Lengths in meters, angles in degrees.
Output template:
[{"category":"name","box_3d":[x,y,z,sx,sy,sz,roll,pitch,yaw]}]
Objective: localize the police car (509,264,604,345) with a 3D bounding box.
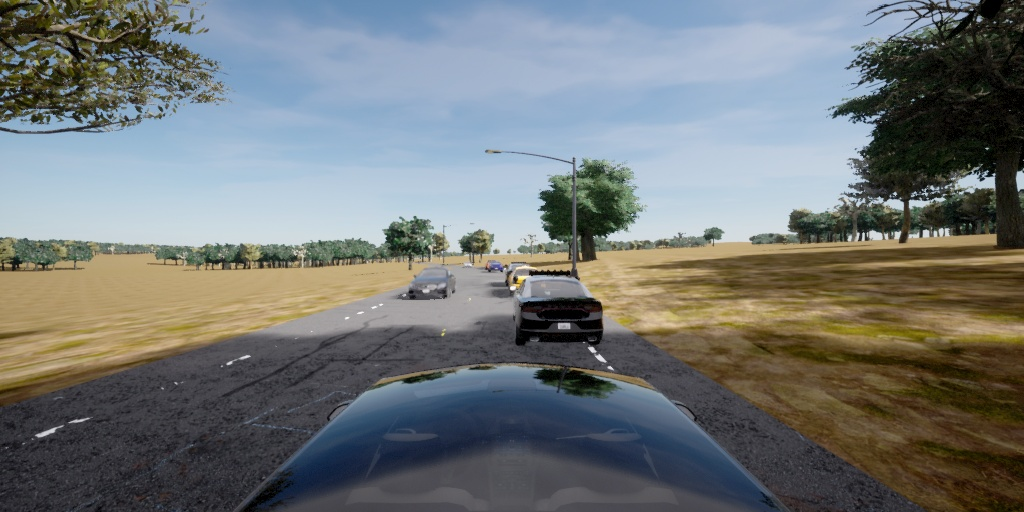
[{"category":"police car","box_3d":[0.992,1.189,9.680,1.930,1.638,5.238,0,0,-1]}]

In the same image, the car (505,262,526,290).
[{"category":"car","box_3d":[0.723,1.241,19.814,1.801,1.575,5.366,0,0,-2]}]

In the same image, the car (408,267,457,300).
[{"category":"car","box_3d":[-3.907,1.306,18.270,1.812,1.442,4.674,0,0,-2]}]

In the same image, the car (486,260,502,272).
[{"category":"car","box_3d":[-2.201,1.453,48.353,1.812,1.442,4.674,0,-1,-5]}]

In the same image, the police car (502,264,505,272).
[{"category":"police car","box_3d":[0.467,1.224,25.763,1.930,1.638,5.238,0,0,-3]}]
